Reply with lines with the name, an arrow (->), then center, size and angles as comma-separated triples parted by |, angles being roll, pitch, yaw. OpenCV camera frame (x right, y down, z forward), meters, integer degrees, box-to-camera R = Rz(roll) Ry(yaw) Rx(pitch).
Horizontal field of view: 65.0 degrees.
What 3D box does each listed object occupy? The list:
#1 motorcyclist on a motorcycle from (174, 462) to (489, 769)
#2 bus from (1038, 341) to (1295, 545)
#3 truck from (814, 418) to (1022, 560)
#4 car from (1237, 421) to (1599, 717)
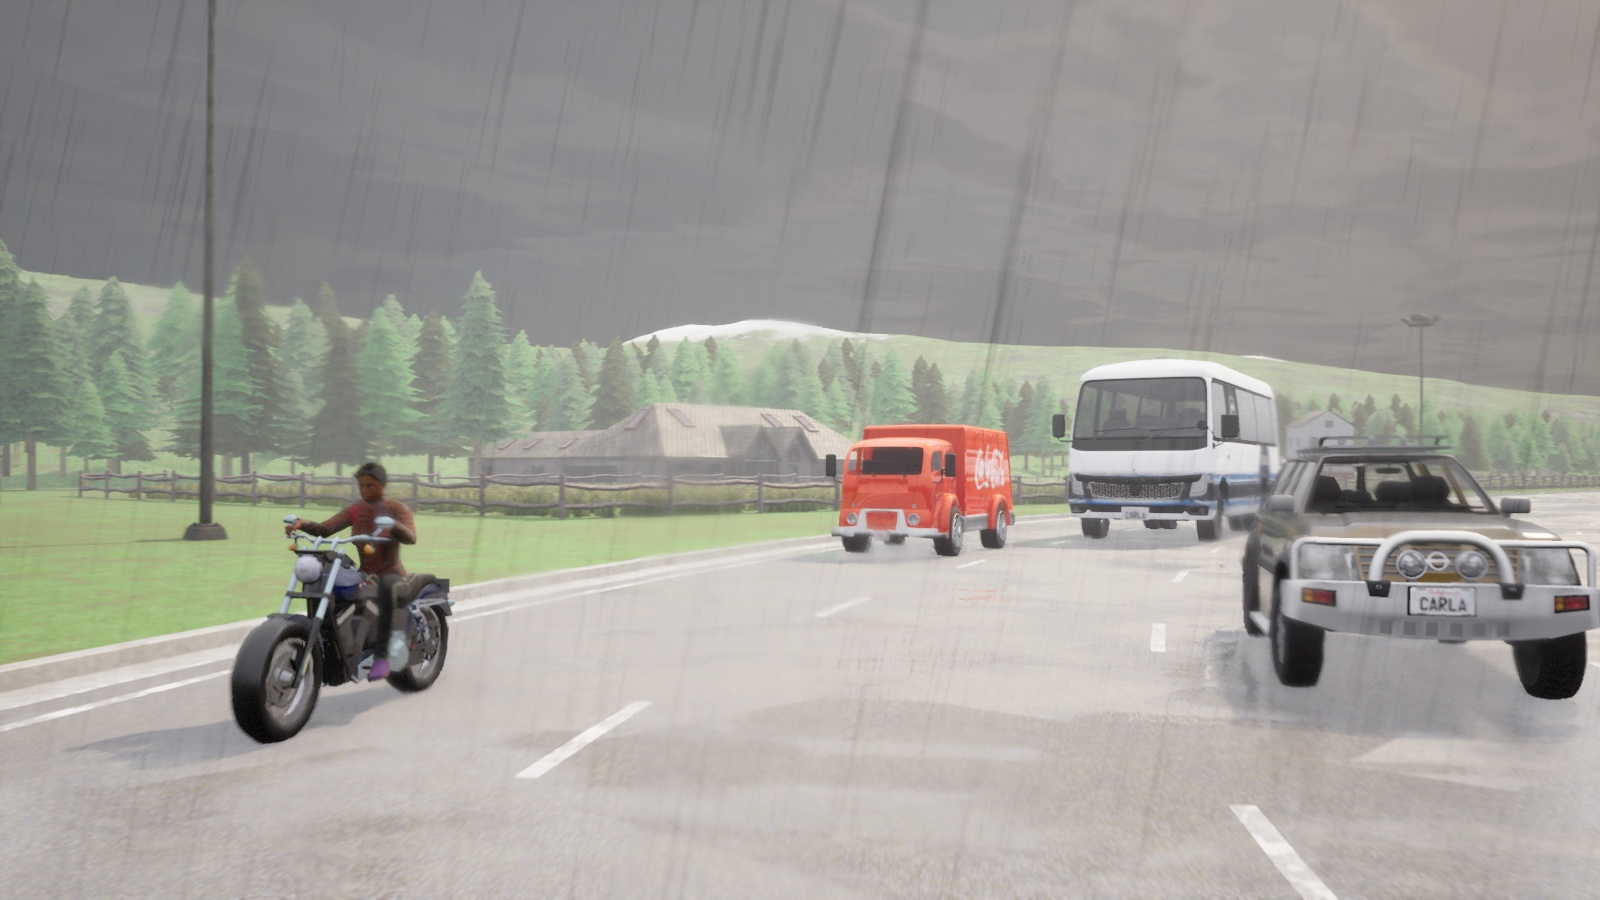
motorcyclist on a motorcycle -> -2.847, 0.908, 8.003 | 0.766, 1.649, 2.350 | 0, -1, 11
bus -> 9.599, -0.062, 31.659 | 3.944, 4.253, 10.273 | -1, -1, 29
truck -> 2.487, 0.736, 24.812 | 2.627, 2.467, 5.204 | -1, -1, 23
car -> 4.801, 0.789, 10.336 | 1.932, 1.855, 4.605 | -1, -1, 15
